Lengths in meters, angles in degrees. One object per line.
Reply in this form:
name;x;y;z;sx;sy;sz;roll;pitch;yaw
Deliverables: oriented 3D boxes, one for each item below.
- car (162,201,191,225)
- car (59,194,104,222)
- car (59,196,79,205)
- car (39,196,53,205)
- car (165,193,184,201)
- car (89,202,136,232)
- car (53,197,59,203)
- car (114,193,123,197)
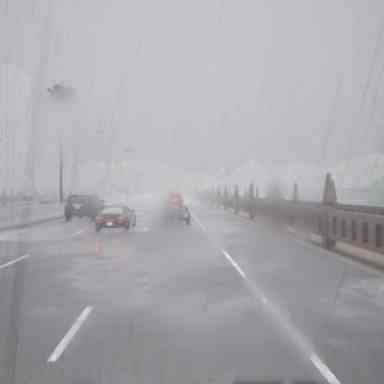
car;-1.134;1.537;23.456;1.895;1.301;4.718;0;0;-3
car;-8.312;1.177;26.279;2.150;2.045;5.566;0;0;-3
car;-20.730;1.479;56.172;1.994;1.385;4.181;0;0;-3
car;-24.263;1.474;56.953;2.033;1.411;5.357;0;0;-3
car;-2.199;1.111;41.710;2.150;2.045;5.566;0;0;-3
car;-4.419;1.486;19.626;1.812;1.442;4.674;0;0;-3
car;-16.588;1.534;44.686;1.895;1.301;4.718;0;0;-3
car;-18.949;1.122;85.991;2.097;1.767;4.553;0;0;-3
